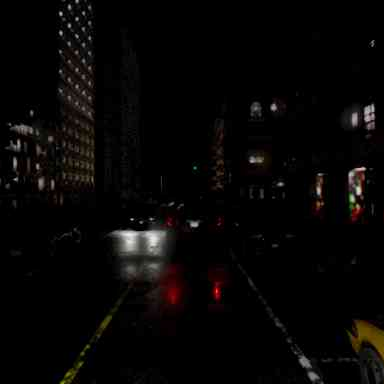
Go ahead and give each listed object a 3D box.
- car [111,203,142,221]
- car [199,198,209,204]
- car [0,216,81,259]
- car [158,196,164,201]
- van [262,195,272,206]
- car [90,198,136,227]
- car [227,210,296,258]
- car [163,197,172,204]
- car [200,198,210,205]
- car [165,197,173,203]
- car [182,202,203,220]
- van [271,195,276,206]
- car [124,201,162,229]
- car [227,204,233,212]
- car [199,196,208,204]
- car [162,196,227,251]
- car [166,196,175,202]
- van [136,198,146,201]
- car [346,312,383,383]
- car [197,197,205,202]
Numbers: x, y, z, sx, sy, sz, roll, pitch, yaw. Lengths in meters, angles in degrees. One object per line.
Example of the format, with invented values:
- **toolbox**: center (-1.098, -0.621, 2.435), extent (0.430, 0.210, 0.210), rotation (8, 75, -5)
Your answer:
- **car**: center (-5.726, 1.715, 29.527), extent (1.947, 1.339, 4.313), rotation (0, 0, 0)
- **car**: center (2.606, 1.946, 72.975), extent (1.887, 1.381, 4.507), rotation (0, 0, 0)
- **car**: center (-5.707, 1.631, 12.959), extent (1.947, 1.339, 4.313), rotation (0, 0, 0)
- **car**: center (-5.769, 1.683, 67.441), extent (2.192, 1.841, 5.009), rotation (0, 0, 0)
- **van**: center (13.649, 1.402, 55.018), extent (3.998, 1.788, 1.690), rotation (-1, 1, 0)
- **car**: center (-5.721, 1.436, 24.005), extent (2.192, 1.841, 5.009), rotation (0, 0, 0)
- **car**: center (2.673, 1.609, 12.967), extent (1.887, 1.381, 4.507), rotation (0, 0, 0)
- **car**: center (-5.780, 1.980, 78.494), extent (1.887, 1.381, 4.507), rotation (0, 0, 0)
- **car**: center (2.612, 1.912, 67.448), extent (1.887, 1.381, 4.507), rotation (0, 0, 0)
- **car**: center (-5.786, 2.036, 84.022), extent (1.947, 1.339, 4.313), rotation (0, 0, 0)
- **car**: center (0.057, 1.681, 30.552), extent (1.812, 1.442, 4.674), rotation (0, 0, 0)
- **van**: center (13.680, 1.396, 46.638), extent (3.998, 1.788, 1.690), rotation (-1, 1, 0)
- **car**: center (-3.117, 1.620, 22.822), extent (1.837, 1.490, 4.892), rotation (0, 0, 0)
- **car**: center (2.654, 1.694, 29.535), extent (1.887, 1.381, 4.507), rotation (0, 0, 0)
- **car**: center (2.599, 1.875, 78.503), extent (1.967, 1.590, 4.097), rotation (0, 0, 0)
- **car**: center (0.082, 1.293, 14.640), extent (2.150, 2.045, 5.566), rotation (0, -1, 0)
- **car**: center (-5.793, 1.946, 89.550), extent (1.967, 1.590, 4.097), rotation (0, 0, 0)
- **van**: center (-5.733, 1.520, 35.051), extent (1.690, 1.788, 3.998), rotation (0, 0, 0)
- **car**: center (2.685, 1.536, 2.092), extent (1.752, 1.417, 4.829), rotation (0, 0, 0)
- **car**: center (2.581, 2.109, 95.085), extent (1.947, 1.339, 4.313), rotation (0, 0, 0)
